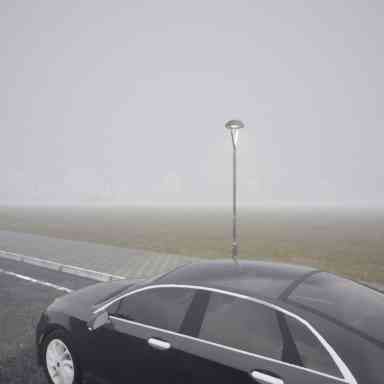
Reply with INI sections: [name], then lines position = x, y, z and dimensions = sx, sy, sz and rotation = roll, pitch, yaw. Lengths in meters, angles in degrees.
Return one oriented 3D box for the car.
[car]
position = 0.263, 1.506, 3.522
dimensions = 4.892, 1.490, 1.837
rotation = 0, 0, 36
